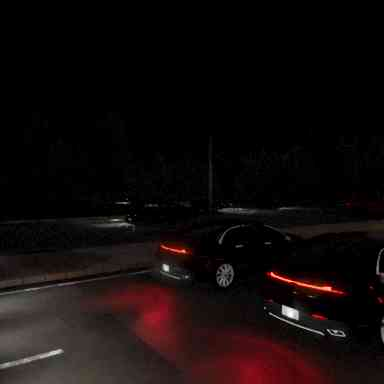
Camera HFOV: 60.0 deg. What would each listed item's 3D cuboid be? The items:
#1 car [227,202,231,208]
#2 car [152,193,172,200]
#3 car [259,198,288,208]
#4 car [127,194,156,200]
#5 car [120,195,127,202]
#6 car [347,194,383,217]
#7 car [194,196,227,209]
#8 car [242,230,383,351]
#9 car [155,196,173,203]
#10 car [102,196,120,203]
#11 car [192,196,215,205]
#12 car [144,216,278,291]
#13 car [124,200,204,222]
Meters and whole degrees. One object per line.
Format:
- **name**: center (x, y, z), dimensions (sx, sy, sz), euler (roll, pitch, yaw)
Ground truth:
- **car**: center (3.359, 1.601, 47.423), dimensions (1.895, 1.301, 4.718), euler (0, 0, -35)
- **car**: center (-5.723, 1.220, 60.435), dimensions (2.150, 2.045, 5.566), euler (0, 0, -34)
- **car**: center (11.622, 1.564, 47.829), dimensions (1.994, 1.385, 4.181), euler (0, 0, -35)
- **car**: center (-9.069, 1.547, 59.092), dimensions (2.033, 1.411, 5.357), euler (0, 0, -35)
- **car**: center (-14.628, 1.490, 73.266), dimensions (1.837, 1.490, 4.892), euler (0, 0, -35)
- **car**: center (16.375, 1.221, 28.832), dimensions (2.150, 2.045, 5.566), euler (0, 0, -35)
- **car**: center (2.024, 1.601, 43.214), dimensions (1.895, 1.301, 4.718), euler (0, 0, -35)
- **car**: center (3.412, 1.505, 6.230), dimensions (4.892, 1.490, 1.837), euler (0, 0, -35)
- **car**: center (-6.213, 1.594, 73.456), dimensions (1.895, 1.301, 4.718), euler (0, 0, -35)
- **car**: center (-17.774, 1.569, 71.658), dimensions (1.895, 1.301, 4.718), euler (0, 0, -35)
- **car**: center (2.104, 1.526, 61.461), dimensions (1.812, 1.442, 4.674), euler (0, 0, -35)
- **car**: center (1.380, 1.505, 9.079), dimensions (4.892, 1.490, 1.837), euler (0, 0, -35)
- **car**: center (-2.111, 1.547, 24.894), dimensions (5.357, 1.411, 2.033), euler (0, 0, -31)
